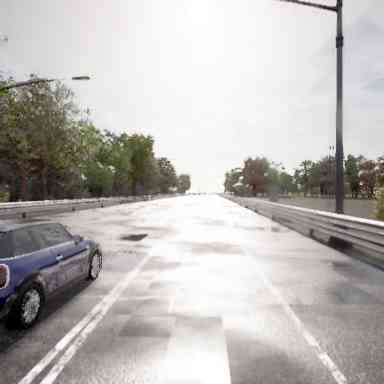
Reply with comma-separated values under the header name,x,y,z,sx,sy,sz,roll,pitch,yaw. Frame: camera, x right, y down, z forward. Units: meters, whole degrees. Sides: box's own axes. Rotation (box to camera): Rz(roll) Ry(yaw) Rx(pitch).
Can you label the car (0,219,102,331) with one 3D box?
name,x,y,z,sx,sy,sz,roll,pitch,yaw
car,-3.555,1.346,7.093,2.097,1.767,4.553,0,0,3
